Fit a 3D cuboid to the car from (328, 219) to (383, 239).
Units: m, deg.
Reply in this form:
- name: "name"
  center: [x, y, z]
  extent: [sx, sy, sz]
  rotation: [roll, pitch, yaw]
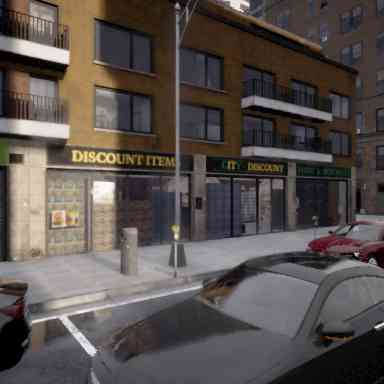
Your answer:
- name: "car"
  center: [5.271, 1.544, 9.951]
  extent: [4.507, 1.381, 1.887]
  rotation: [0, 0, -36]

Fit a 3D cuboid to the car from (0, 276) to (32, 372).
- name: "car"
  center: [-3.981, 1.566, 3.351]
  extent: [4.313, 1.339, 1.947]
  rotation: [0, 0, -36]

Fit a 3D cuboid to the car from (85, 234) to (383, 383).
- name: "car"
  center: [1.177, 1.525, 3.911]
  extent: [4.674, 1.442, 1.812]
  rotation: [0, 0, -36]
